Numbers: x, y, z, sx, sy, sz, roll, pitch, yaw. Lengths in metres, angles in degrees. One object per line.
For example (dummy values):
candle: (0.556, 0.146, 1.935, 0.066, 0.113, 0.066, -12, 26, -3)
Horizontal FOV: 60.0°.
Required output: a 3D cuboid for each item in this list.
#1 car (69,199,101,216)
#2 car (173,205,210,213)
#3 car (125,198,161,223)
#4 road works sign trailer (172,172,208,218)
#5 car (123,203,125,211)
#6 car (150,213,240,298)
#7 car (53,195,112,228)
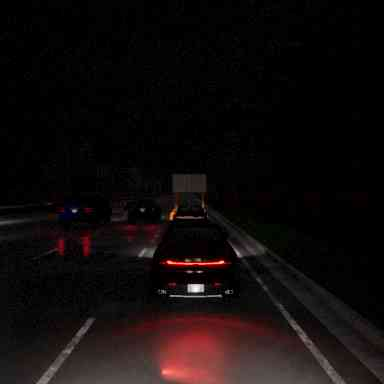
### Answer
car: (-10.641, 1.525, 33.471, 1.812, 1.442, 4.674, 0, 0, 0)
car: (-0.052, 1.488, 18.870, 2.128, 1.511, 4.902, 0, 0, 1)
car: (-3.583, 1.353, 25.960, 2.097, 1.767, 4.553, 0, 0, 0)
road works sign trailer: (-0.170, 0.464, 22.741, 2.380, 3.560, 2.880, 0, 0, -3)
car: (-7.207, 1.526, 40.983, 1.812, 1.442, 4.674, 0, 0, -1)
car: (0.053, 1.505, 8.482, 1.837, 1.490, 4.892, 0, 0, 0)
car: (-7.053, 1.223, 22.566, 2.150, 2.045, 5.566, 0, 0, 0)
